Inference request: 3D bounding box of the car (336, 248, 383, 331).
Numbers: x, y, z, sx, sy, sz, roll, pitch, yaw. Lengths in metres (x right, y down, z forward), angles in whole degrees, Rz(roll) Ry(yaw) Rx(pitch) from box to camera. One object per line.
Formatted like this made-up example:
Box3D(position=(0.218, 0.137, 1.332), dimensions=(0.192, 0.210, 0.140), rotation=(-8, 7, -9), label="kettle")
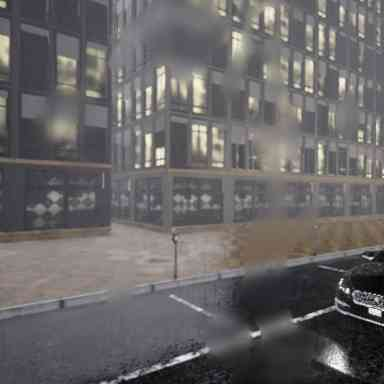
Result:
Box3D(position=(4.749, 1.589, 6.424), dimensions=(4.892, 1.490, 1.837), rotation=(1, 0, -35), label="car")
